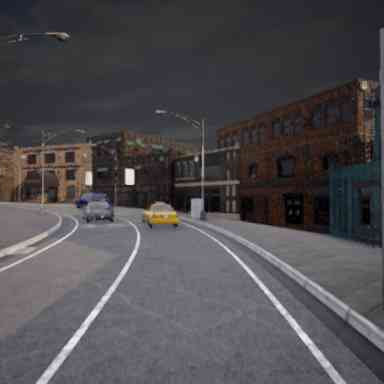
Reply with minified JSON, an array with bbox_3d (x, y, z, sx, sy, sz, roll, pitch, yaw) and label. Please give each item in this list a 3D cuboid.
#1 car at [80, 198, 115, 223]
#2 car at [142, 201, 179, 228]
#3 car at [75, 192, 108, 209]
[{"bbox_3d":[-6.894,1.412,24.434,1.837,1.490,4.892,1,0,-22],"label":"car"},{"bbox_3d":[-2.188,1.399,21.919,1.801,1.575,5.366,0,0,-15],"label":"car"},{"bbox_3d":[-11.893,1.074,39.572,2.150,2.045,5.566,1,0,-41],"label":"car"}]
